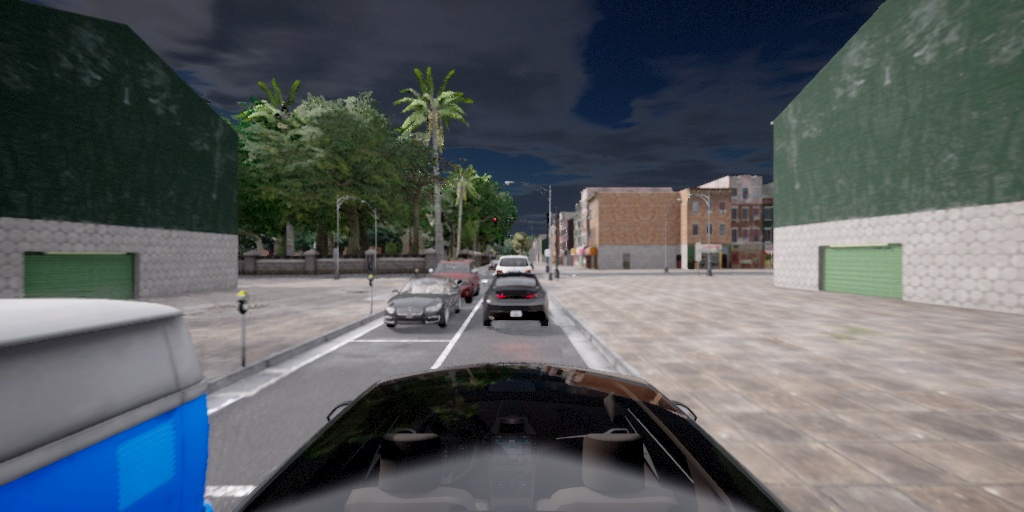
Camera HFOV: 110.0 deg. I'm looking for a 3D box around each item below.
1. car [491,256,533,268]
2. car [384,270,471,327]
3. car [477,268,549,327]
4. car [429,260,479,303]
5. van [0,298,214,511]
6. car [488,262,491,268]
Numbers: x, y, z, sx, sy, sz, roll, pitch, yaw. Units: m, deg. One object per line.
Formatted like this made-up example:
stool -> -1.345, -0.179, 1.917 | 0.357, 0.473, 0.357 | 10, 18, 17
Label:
car -> 0.104, 1.009, 21.619 | 2.150, 2.045, 5.566 | 0, 0, 0
car -> -2.636, 1.315, 11.395 | 2.007, 1.370, 4.403 | 0, 0, 0
car -> 0.101, 1.267, 11.530 | 1.837, 1.490, 4.892 | 0, -1, 0
car -> -2.634, 1.090, 16.858 | 2.192, 1.841, 5.009 | 0, 0, 0
van -> -2.639, 1.089, 0.467 | 1.690, 1.789, 3.998 | 0, 0, 0
car -> -2.624, 1.370, 55.005 | 1.967, 1.591, 4.097 | 0, 0, 0
